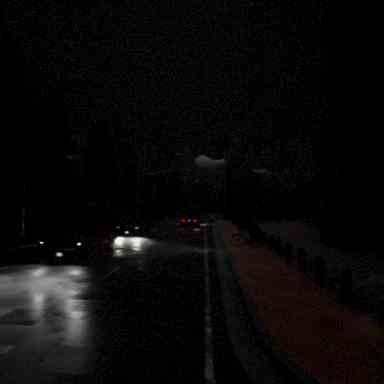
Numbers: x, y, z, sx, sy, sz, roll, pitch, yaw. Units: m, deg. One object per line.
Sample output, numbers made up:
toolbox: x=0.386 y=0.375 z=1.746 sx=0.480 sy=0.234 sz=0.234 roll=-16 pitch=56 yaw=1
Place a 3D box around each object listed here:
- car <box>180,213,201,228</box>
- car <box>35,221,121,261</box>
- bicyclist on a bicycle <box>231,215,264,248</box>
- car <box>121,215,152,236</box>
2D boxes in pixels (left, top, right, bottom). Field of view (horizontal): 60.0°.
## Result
car: x=-0.135 y=2.830 z=33.697 sx=2.033 sy=1.411 sz=5.357 roll=1 pitch=-2 yaw=3
car: x=-4.789 y=2.078 z=14.459 sx=1.895 sy=1.301 sz=4.718 roll=1 pitch=-2 yaw=3
bicyclist on a bicycle: x=2.827 y=2.014 z=16.901 sx=1.656 sy=1.620 sz=0.582 roll=1 pitch=-2 yaw=3
car: x=-4.250 y=2.430 z=25.057 sx=2.033 sy=1.411 sz=5.357 roll=1 pitch=-2 yaw=3
